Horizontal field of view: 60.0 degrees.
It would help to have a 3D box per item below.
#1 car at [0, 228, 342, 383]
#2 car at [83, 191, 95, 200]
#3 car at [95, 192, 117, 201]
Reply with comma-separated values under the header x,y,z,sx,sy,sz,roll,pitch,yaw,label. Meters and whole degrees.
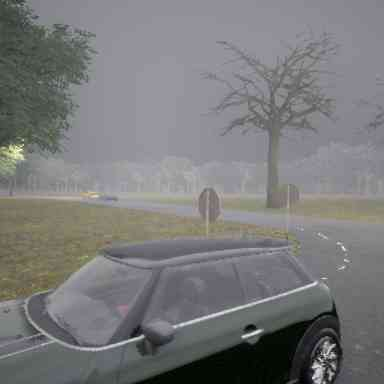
x,y,z,sx,sy,sz,roll,pitch,yaw,label
-0.459,1.358,3.541,4.553,1.767,2.097,0,0,-35,car
-18.189,0.608,60.060,1.882,1.535,5.008,2,-1,-36,car
-13.630,0.727,53.762,1.994,1.385,4.181,2,-1,-35,car
